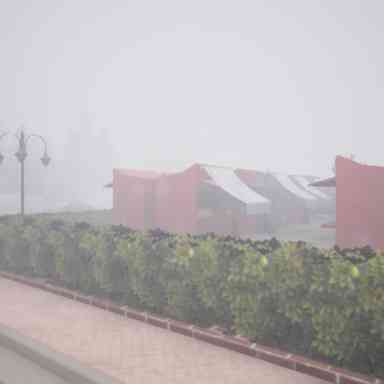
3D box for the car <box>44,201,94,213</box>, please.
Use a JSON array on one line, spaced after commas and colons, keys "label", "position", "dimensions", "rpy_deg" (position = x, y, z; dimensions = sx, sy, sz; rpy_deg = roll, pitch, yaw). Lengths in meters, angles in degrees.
[{"label": "car", "position": [-11.163, 1.535, 30.493], "dimensions": [1.812, 1.442, 4.674], "rpy_deg": [0, 0, 36]}]
